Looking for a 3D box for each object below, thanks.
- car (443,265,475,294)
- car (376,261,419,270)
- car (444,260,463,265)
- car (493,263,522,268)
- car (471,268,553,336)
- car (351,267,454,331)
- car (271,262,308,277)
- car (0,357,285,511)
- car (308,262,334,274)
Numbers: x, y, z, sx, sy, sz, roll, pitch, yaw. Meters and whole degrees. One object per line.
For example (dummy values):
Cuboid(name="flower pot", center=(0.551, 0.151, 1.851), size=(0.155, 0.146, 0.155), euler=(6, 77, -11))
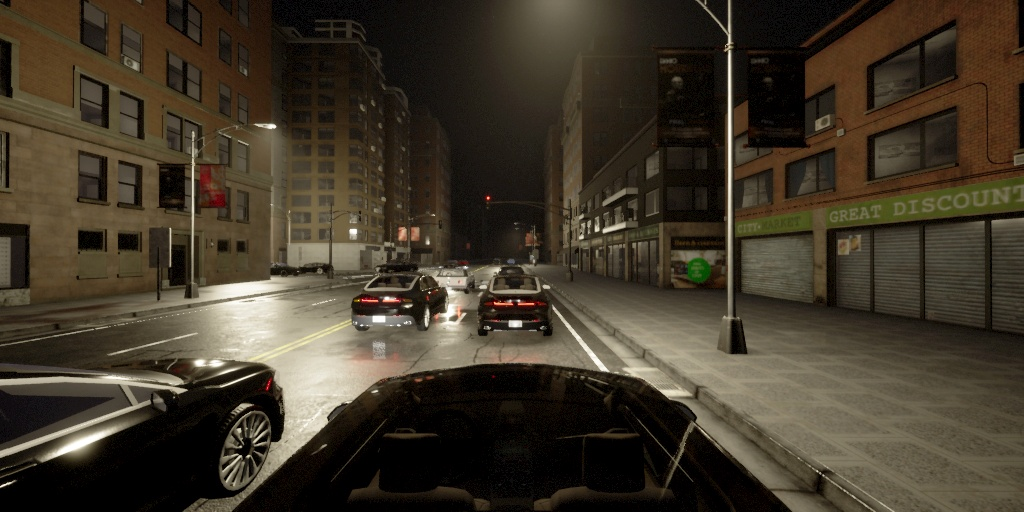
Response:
Cuboid(name="car", center=(-3.190, 1.354, 20.275), size=(1.895, 1.301, 4.718), euler=(0, 0, 0))
Cuboid(name="car", center=(-12.569, 1.255, 39.495), size=(2.128, 1.511, 4.902), euler=(1, 0, 37))
Cuboid(name="car", center=(-9.957, 1.322, 59.065), size=(2.033, 1.411, 5.357), euler=(0, 0, 0))
Cuboid(name="car", center=(-0.036, 1.278, 19.628), size=(1.812, 1.442, 4.674), euler=(0, 0, 0))
Cuboid(name="car", center=(0.081, 1.256, 10.372), size=(1.837, 1.490, 4.892), euler=(0, 0, 0))
Cuboid(name="car", center=(-3.171, 1.256, 10.962), size=(1.837, 1.490, 4.892), euler=(0, 0, 0))
Cuboid(name="car", center=(-22.612, 1.316, 34.555), size=(4.181, 1.385, 1.994), euler=(0, 0, 0))
Cuboid(name="car", center=(-3.153, 1.242, 1.574), size=(2.128, 1.511, 4.902), euler=(0, 0, 0))
Cuboid(name="car", center=(-22.230, 1.347, 40.036), size=(4.313, 1.339, 1.948), euler=(0, 0, 0))
